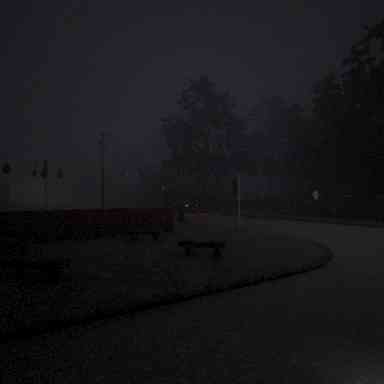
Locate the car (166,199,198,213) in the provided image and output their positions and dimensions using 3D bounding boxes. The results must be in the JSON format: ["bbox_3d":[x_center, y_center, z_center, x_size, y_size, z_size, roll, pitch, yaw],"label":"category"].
[{"bbox_3d":[-1.150,1.526,35.698,1.812,1.442,4.674,0,0,-35],"label":"car"}]
